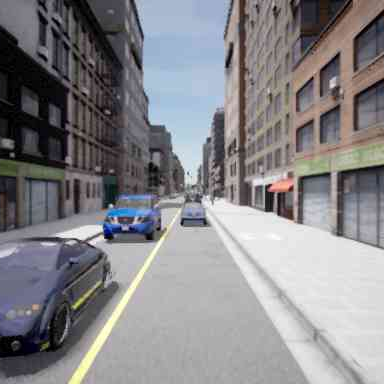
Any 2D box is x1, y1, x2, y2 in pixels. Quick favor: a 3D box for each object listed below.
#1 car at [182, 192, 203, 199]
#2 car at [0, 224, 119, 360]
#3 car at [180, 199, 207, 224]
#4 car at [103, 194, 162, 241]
[{"bbox_3d":[0.110,1.080,43.426,2.150,2.045,5.566,0,0,0],"label":"car"},{"bbox_3d":[-2.838,1.539,5.997,1.994,1.385,4.181,0,0,0],"label":"car"},{"bbox_3d":[0.108,1.458,23.571,2.033,1.411,5.357,0,0,0],"label":"car"},{"bbox_3d":[-2.778,1.151,16.731,2.150,2.045,5.566,0,1,1],"label":"car"}]
